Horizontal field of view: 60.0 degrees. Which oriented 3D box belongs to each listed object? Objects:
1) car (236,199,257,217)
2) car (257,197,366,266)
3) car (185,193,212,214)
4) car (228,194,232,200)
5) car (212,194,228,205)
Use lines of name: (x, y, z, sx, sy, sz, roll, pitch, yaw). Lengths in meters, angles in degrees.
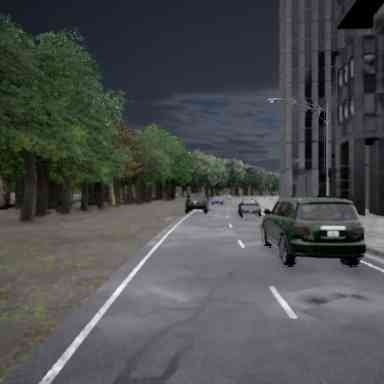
car: (5.078, 1.375, 29.933, 2.128, 1.511, 4.902, 0, 0, 5)
car: (3.868, 1.192, 11.555, 2.150, 2.045, 5.566, 0, 0, 2)
car: (0.574, 1.083, 33.961, 2.150, 2.045, 5.566, 0, 0, 6)
car: (7.142, 1.026, 68.980, 1.895, 1.301, 4.718, 0, 0, 12)
car: (3.965, 1.278, 51.627, 2.033, 1.411, 5.357, 0, 0, 9)
